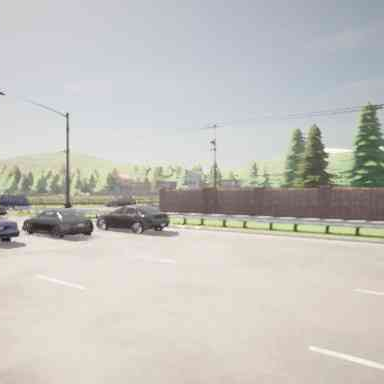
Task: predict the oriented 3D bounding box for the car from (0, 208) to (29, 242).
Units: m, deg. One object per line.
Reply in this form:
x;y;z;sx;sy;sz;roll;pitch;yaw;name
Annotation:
-10.151;1.595;15.542;5.357;1.411;2.033;0;0;36;car

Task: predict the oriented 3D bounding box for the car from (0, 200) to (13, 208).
-19.030;1.638;30.481;5.357;1.411;2.033;0;0;36;car

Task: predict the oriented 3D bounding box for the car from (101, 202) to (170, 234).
-3.534;1.541;19.419;4.892;1.490;1.837;0;0;36;car

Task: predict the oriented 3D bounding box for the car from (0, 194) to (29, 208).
-24.619;1.339;44.053;5.566;2.045;2.150;-1;0;-7;car

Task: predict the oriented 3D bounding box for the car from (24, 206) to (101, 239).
-7.148;1.607;17.698;4.181;1.385;1.994;0;0;36;car

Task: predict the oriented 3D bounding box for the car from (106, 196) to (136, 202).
-10.529;1.447;48.814;4.553;1.767;2.097;0;0;-28;car
